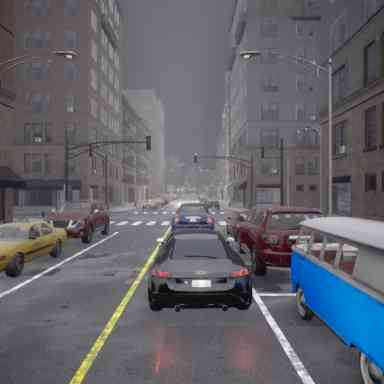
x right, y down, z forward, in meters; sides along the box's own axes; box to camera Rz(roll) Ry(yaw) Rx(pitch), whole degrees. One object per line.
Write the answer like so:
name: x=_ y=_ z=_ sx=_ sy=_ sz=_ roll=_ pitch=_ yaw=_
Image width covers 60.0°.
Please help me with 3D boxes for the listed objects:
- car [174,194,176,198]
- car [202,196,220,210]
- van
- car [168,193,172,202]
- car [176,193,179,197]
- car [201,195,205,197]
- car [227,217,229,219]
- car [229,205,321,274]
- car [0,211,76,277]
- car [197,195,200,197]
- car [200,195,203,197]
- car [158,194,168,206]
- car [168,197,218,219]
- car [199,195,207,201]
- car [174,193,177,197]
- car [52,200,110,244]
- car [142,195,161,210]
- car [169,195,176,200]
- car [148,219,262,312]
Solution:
car: x=-5.371 y=1.548 z=75.990 sx=2.008 sy=1.369 sz=4.403 roll=0 pitch=0 yaw=0
car: x=2.656 y=1.547 z=43.095 sx=2.008 sy=1.369 sz=4.403 roll=0 pitch=0 yaw=0
van: x=2.640 y=1.341 z=4.729 sx=1.690 sy=1.788 sz=3.998 roll=0 pitch=0 yaw=0
car: x=-5.384 y=1.311 z=59.544 sx=2.192 sy=1.841 sz=5.009 roll=0 pitch=0 yaw=0
car: x=-5.362 y=1.312 z=86.954 sx=2.192 sy=1.841 sz=5.009 roll=0 pitch=0 yaw=0
car: x=2.659 y=1.541 z=48.576 sx=1.887 sy=1.381 sz=4.507 roll=0 pitch=0 yaw=0
car: x=2.645 y=1.581 z=16.086 sx=1.802 sy=1.307 sz=4.206 roll=0 pitch=0 yaw=0
car: x=2.643 y=1.314 z=10.407 sx=2.192 sy=1.841 sz=5.009 roll=0 pitch=0 yaw=0
car: x=-5.395 y=1.525 z=10.242 sx=1.752 sy=1.417 sz=4.829 roll=0 pitch=0 yaw=0
car: x=2.668 y=1.547 z=70.504 sx=2.008 sy=1.369 sz=4.403 roll=0 pitch=0 yaw=0
car: x=2.661 y=1.547 z=54.058 sx=2.008 sy=1.369 sz=4.403 roll=0 pitch=0 yaw=0
car: x=-5.389 y=1.522 z=53.892 sx=1.752 sy=1.417 sz=4.829 roll=0 pitch=0 yaw=0
car: x=0.057 y=1.351 z=17.855 sx=2.097 sy=1.767 sz=4.553 roll=0 pitch=0 yaw=0
car: x=2.673 y=1.437 z=81.468 sx=1.967 sy=1.590 sz=4.097 roll=0 pitch=0 yaw=0
car: x=-5.367 y=1.563 z=81.472 sx=1.947 sy=1.339 sz=4.313 roll=0 pitch=0 yaw=0
car: x=-5.393 y=1.314 z=16.091 sx=2.192 sy=1.841 sz=5.009 roll=0 pitch=0 yaw=0
car: x=-5.397 y=1.521 z=42.928 sx=1.752 sy=1.417 sz=4.829 roll=0 pitch=0 yaw=0
car: x=-5.359 y=1.523 z=92.266 sx=1.752 sy=1.417 sz=4.829 roll=0 pitch=0 yaw=0
car: x=0.101 y=1.564 z=7.799 sx=1.994 sy=1.385 sz=4.181 roll=0 pitch=0 yaw=-2
